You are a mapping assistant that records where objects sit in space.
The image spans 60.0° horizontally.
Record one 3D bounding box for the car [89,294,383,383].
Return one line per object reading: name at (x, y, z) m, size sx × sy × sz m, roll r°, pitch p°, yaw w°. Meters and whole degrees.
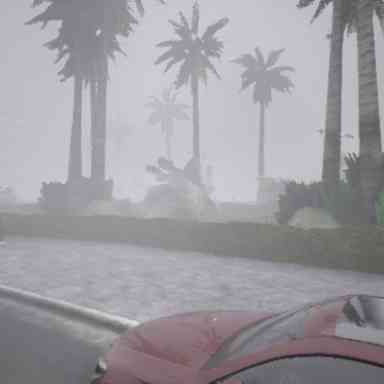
car at (1.213, 1.544, 2.378) m, size 4.674 × 1.442 × 1.812 m, roll 0°, pitch 0°, yaw 37°
